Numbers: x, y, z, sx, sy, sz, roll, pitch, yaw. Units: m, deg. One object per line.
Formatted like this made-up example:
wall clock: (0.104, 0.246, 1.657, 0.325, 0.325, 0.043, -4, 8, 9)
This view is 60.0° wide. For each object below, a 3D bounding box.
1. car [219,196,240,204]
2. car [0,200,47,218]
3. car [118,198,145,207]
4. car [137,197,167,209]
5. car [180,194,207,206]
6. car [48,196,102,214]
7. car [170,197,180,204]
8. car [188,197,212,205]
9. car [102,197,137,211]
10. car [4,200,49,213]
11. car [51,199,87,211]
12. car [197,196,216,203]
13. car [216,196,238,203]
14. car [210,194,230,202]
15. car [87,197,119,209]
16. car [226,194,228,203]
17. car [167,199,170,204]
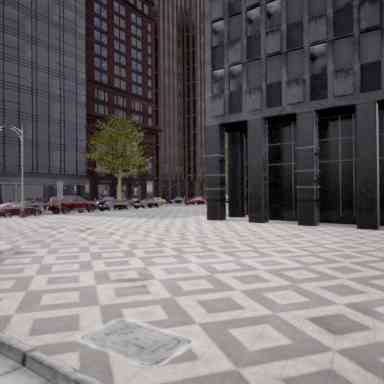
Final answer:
car: (7.024, 1.463, 61.797, 1.947, 1.339, 4.313, -1, 0, 35)
car: (-15.348, 1.576, 29.279, 1.802, 1.307, 4.206, -1, 0, 35)
car: (-9.584, 1.612, 52.697, 1.802, 1.307, 4.206, -1, 0, 35)
car: (-5.760, 1.508, 43.215, 1.947, 1.339, 4.313, -1, 0, 35)
car: (0.631, 1.462, 52.507, 1.887, 1.381, 4.507, -1, 0, 35)
car: (-12.154, 1.289, 33.926, 2.192, 1.841, 5.009, -1, 0, 35)
car: (-3.191, 1.574, 61.990, 1.947, 1.339, 4.313, -1, 0, 35)
car: (1.478, 1.539, 58.274, 1.895, 1.301, 4.718, -1, 0, 34)
car: (-8.956, 1.524, 38.570, 1.947, 1.339, 4.313, -1, 0, 35)
car: (-19.173, 1.641, 38.760, 1.947, 1.339, 4.313, -1, 0, 35)
car: (-15.977, 1.641, 43.405, 1.802, 1.307, 4.206, -1, 0, 35)
car: (3.202, 1.534, 71.282, 1.887, 1.381, 4.507, -1, 0, 35)
car: (7.141, 1.469, 66.503, 2.033, 1.411, 5.357, -1, 0, 35)
car: (6.397, 1.295, 75.929, 2.192, 1.841, 5.009, -1, 0, 35)
car: (-12.782, 1.483, 48.051, 1.967, 1.590, 4.097, -1, 0, 35)
car: (3.826, 1.222, 57.154, 2.192, 1.841, 5.009, -1, 0, 35)
car: (-6.484, 1.544, 57.203, 1.752, 1.417, 4.829, -1, 0, 35)
